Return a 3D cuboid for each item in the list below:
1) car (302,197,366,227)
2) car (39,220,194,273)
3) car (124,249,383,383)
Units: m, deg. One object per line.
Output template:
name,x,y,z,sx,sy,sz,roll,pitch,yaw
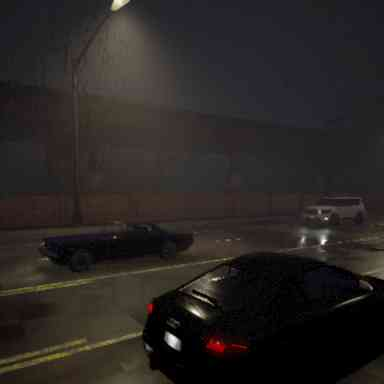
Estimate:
car,10.474,1.357,24.340,5.566,2.045,2.150,0,0,-35
car,-2.354,1.627,10.910,4.718,1.301,1.895,0,0,-35
car,1.424,1.587,4.762,4.181,1.385,1.994,0,0,-35
